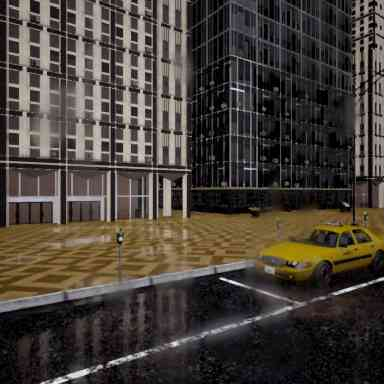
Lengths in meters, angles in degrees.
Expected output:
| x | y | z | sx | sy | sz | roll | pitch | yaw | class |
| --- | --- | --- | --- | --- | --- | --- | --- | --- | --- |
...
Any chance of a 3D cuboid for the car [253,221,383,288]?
| x | y | z | sx | sy | sz | roll | pitch | yaw | class |
| --- | --- | --- | --- | --- | --- | --- | --- | --- | --- |
| 3.800 | 1.526 | 9.253 | 4.829 | 1.417 | 1.752 | 0 | 0 | -35 | car |
